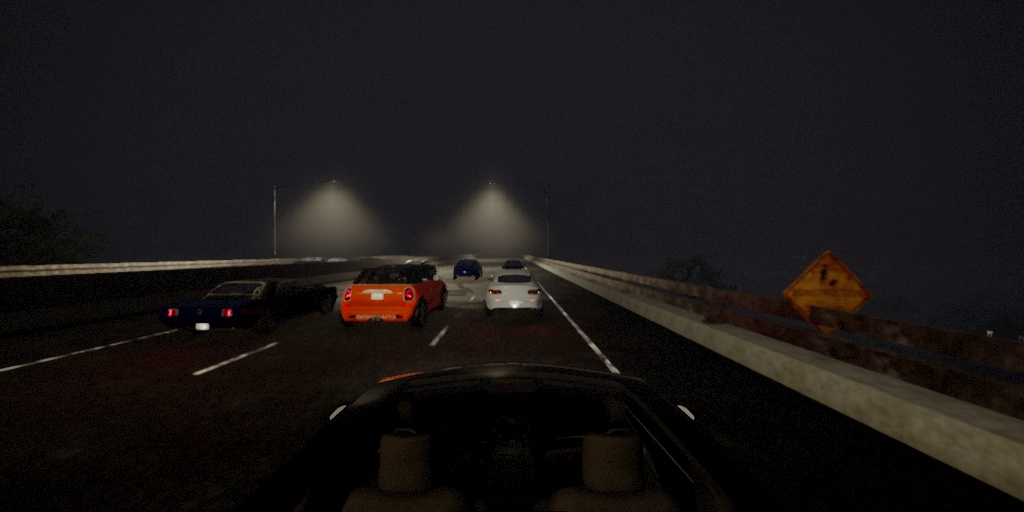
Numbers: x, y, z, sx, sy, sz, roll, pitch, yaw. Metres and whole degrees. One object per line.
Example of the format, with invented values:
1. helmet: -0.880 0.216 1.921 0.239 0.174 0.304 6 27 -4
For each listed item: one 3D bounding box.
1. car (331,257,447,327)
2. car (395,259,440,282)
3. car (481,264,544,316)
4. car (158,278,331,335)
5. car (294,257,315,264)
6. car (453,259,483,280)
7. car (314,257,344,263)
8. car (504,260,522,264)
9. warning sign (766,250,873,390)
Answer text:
1. car: -3.420 1.020 11.252 2.097 1.767 4.553 0 1 0
2. car: -6.923 1.020 26.878 2.128 1.511 4.902 0 1 0
3. car: 0.084 1.180 12.727 1.812 1.442 4.674 0 1 0
4. car: -6.921 1.277 10.255 1.895 1.301 4.718 0 1 0
5. car: -24.586 0.867 43.813 2.128 1.511 4.902 0 0 0
6. car: -3.421 0.991 28.424 1.882 1.535 5.008 0 1 0
7. car: -21.093 0.926 43.282 2.033 1.411 5.357 0 0 0
8. car: 0.078 1.043 27.961 1.812 1.442 4.674 0 1 0
9. warning sign: 4.549 0.835 5.245 1.300 1.860 1.060 0 0 0
